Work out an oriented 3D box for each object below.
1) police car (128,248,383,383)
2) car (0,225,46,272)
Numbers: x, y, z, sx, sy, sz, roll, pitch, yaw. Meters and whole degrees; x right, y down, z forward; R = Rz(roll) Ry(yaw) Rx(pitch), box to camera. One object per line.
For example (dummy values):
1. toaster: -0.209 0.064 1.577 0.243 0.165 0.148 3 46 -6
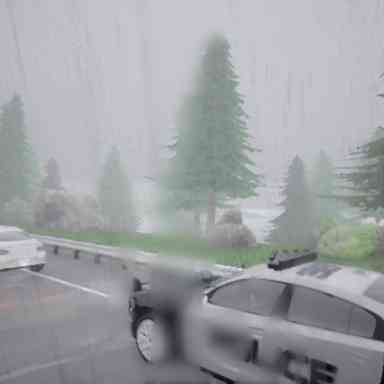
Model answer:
1. police car: 1.157 1.591 4.322 5.238 1.638 1.930 -1 -2 41
2. car: -6.470 1.807 10.812 4.674 1.442 1.812 -1 -2 40
